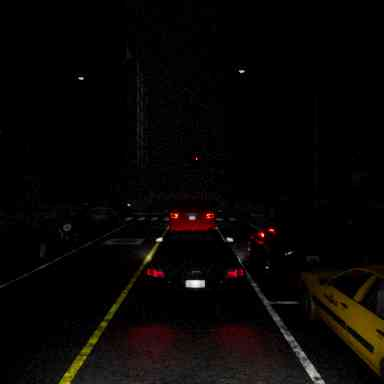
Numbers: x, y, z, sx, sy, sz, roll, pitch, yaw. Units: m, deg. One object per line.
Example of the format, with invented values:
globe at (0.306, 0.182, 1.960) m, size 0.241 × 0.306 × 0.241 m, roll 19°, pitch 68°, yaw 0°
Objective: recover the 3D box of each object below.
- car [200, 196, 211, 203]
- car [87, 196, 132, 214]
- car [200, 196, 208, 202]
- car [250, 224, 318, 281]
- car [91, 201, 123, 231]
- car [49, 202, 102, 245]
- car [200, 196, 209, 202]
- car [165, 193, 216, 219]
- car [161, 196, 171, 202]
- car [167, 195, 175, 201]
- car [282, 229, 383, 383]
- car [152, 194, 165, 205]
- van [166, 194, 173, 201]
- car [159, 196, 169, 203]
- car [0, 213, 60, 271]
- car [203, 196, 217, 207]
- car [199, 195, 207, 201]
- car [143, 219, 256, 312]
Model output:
car at (2.804, 1.571, 68.854) m, size 2.008 × 1.369 × 4.403 m, roll 0°, pitch 0°, yaw 0°
car at (-8.302, 1.220, 33.100) m, size 4.553 × 1.767 × 2.097 m, roll 1°, pitch 0°, yaw -13°
car at (2.810, 1.571, 79.730) m, size 1.887 × 1.381 × 4.507 m, roll 0°, pitch 0°, yaw 0°
car at (2.767, 1.566, 9.659) m, size 1.947 × 1.339 × 4.313 m, roll 0°, pitch 0°, yaw 0°
car at (-5.751, 1.527, 20.407) m, size 1.752 × 1.417 × 4.829 m, roll 0°, pitch 0°, yaw 0°
car at (-5.755, 1.441, 15.120) m, size 1.967 × 1.590 × 4.097 m, roll 0°, pitch 0°, yaw 0°
car at (2.807, 1.568, 74.292) m, size 1.887 × 1.381 × 4.507 m, roll 0°, pitch 0°, yaw 0°
car at (0.014, 1.222, 17.209) m, size 2.150 × 2.045 × 5.566 m, roll 0°, pitch 0°, yaw 0°
car at (-5.718, 1.548, 74.127) m, size 1.752 × 1.417 × 4.829 m, roll 0°, pitch 0°, yaw 0°
car at (-5.708, 1.585, 90.610) m, size 2.008 × 1.369 × 4.403 m, roll 0°, pitch 0°, yaw 0°
car at (2.764, 1.525, 4.373) m, size 1.752 × 1.417 × 4.829 m, roll 0°, pitch 0°, yaw 0°
car at (-5.728, 1.329, 57.985) m, size 2.192 × 1.841 × 5.009 m, roll 0°, pitch 0°, yaw 0°
van at (-5.712, 1.371, 85.173) m, size 1.690 × 1.788 × 3.998 m, roll 0°, pitch 0°, yaw 0°
car at (-5.721, 1.602, 68.860) m, size 1.802 × 1.307 × 4.206 m, roll 0°, pitch 0°, yaw 0°
car at (-5.758, 1.545, 9.663) m, size 1.887 × 1.381 × 4.507 m, roll 0°, pitch 0°, yaw 0°
car at (2.794, 1.452, 52.542) m, size 1.967 × 1.590 × 4.097 m, roll 0°, pitch 0°, yaw 0°
car at (2.814, 1.556, 85.337) m, size 1.752 × 1.417 × 4.829 m, roll 0°, pitch 0°, yaw 0°
car at (0.064, 1.564, 7.789) m, size 1.994 × 1.385 × 4.181 m, roll 0°, pitch 0°, yaw 0°
